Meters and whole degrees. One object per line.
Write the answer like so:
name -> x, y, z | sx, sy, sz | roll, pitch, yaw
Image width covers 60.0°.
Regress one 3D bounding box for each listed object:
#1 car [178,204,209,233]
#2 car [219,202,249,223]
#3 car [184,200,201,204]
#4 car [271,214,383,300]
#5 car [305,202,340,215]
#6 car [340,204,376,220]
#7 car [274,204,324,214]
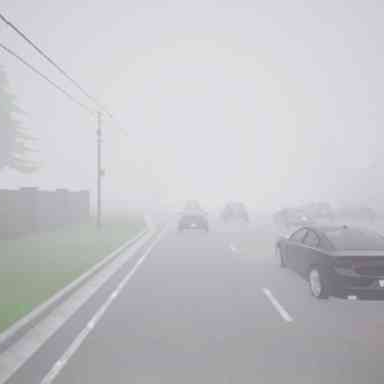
car -> 0.086, 1.732, 21.249 | 1.812, 1.442, 4.674 | 0, -1, 0
car -> 3.581, 1.633, 28.940 | 2.097, 1.767, 4.553 | 0, -1, 0
car -> 0.074, 1.741, 40.080 | 2.097, 1.767, 4.553 | 0, -1, 0
car -> 3.596, 1.563, 8.629 | 1.882, 1.535, 5.008 | 0, -1, 0
car -> 10.580, 1.635, 28.943 | 2.097, 1.767, 4.553 | 0, -1, 0
car -> 14.081, 1.776, 29.165 | 2.128, 1.511, 4.902 | 0, -1, 0
car -> 7.085, 1.777, 23.520 | 2.033, 1.411, 5.357 | 0, -1, 0
